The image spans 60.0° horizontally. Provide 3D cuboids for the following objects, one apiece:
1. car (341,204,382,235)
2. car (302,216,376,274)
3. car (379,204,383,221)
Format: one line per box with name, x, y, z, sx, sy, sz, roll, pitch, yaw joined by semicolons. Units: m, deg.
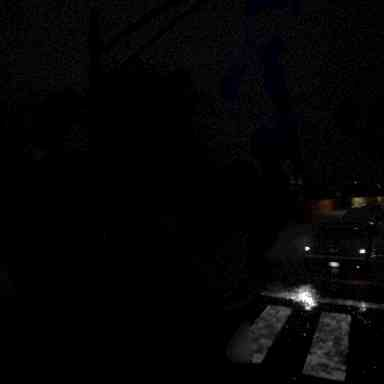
car;10.143;1.689;20.043;1.812;1.442;4.674;-2;-1;31
car;5.037;1.723;11.250;1.895;1.301;4.718;-2;-1;29
car;15.875;1.745;29.248;2.033;1.411;5.357;-2;-1;33
